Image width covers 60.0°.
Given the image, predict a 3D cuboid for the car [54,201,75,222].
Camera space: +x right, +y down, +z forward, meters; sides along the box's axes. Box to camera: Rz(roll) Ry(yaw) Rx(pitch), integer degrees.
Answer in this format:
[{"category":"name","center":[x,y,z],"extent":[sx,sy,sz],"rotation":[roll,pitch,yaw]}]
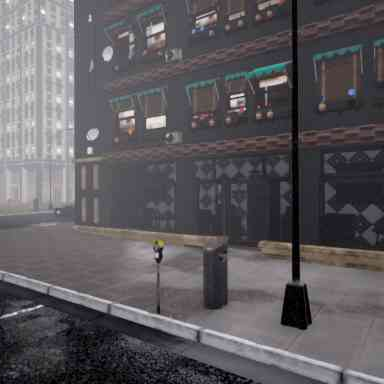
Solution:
[{"category":"car","center":[-7.266,1.279,22.770],"extent":[1.947,1.339,4.313],"rotation":[1,1,35]}]
